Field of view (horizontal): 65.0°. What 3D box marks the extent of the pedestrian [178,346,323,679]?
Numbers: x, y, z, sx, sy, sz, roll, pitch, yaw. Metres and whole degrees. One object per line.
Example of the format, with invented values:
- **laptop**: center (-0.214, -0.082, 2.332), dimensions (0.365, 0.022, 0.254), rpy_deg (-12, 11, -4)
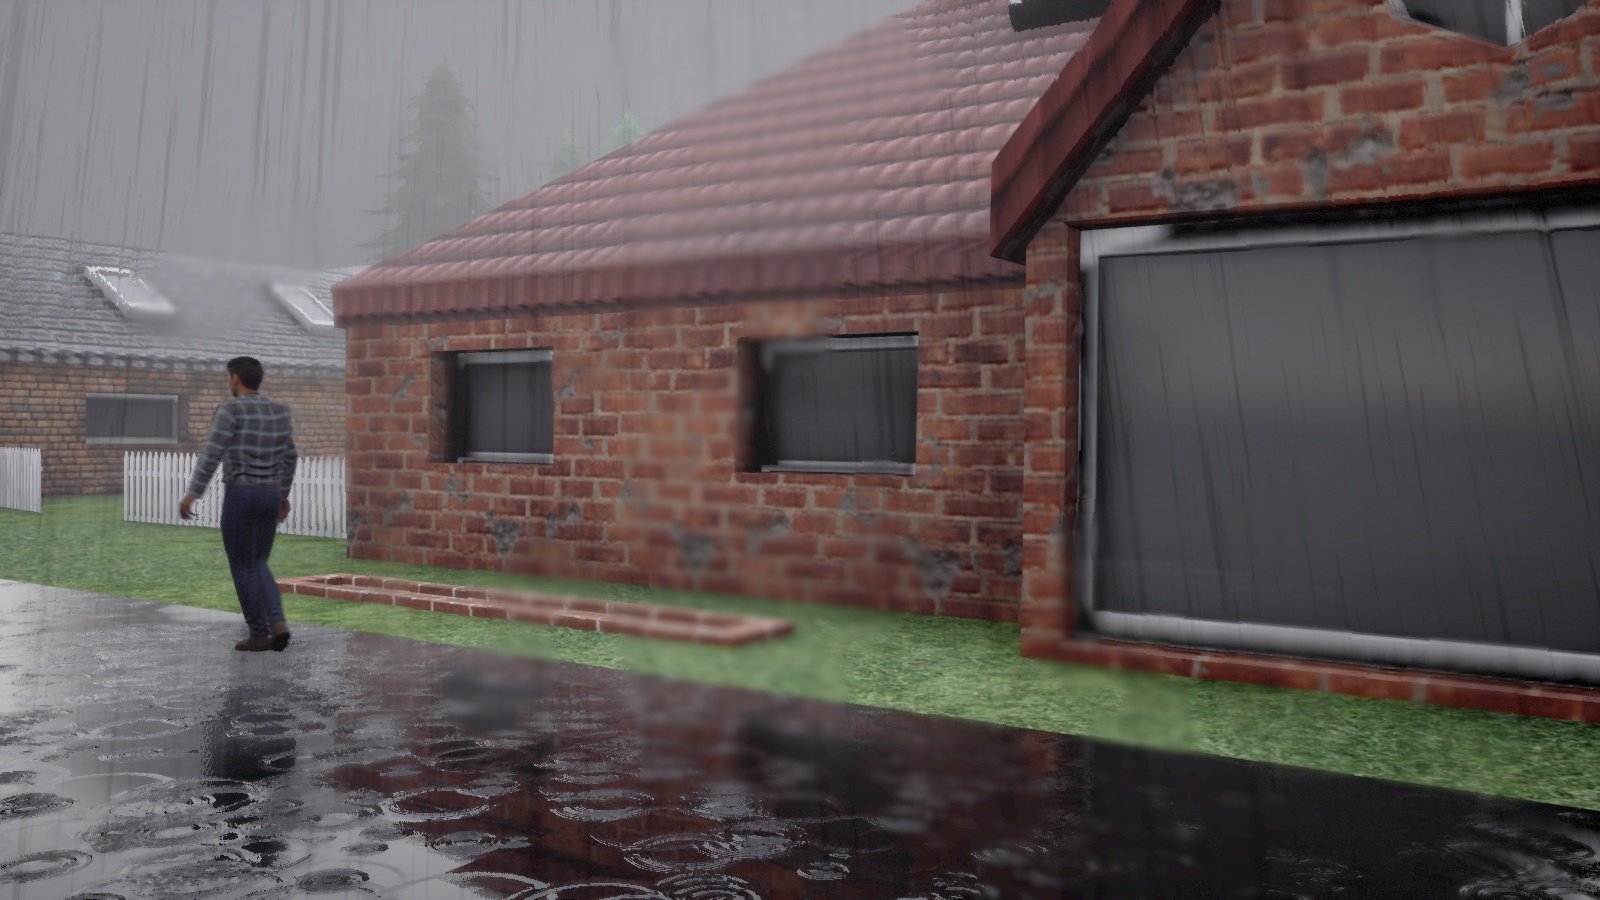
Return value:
- **pedestrian**: center (-3.386, 0.366, 7.737), dimensions (0.788, 1.949, 0.423), rpy_deg (0, 1, 32)
